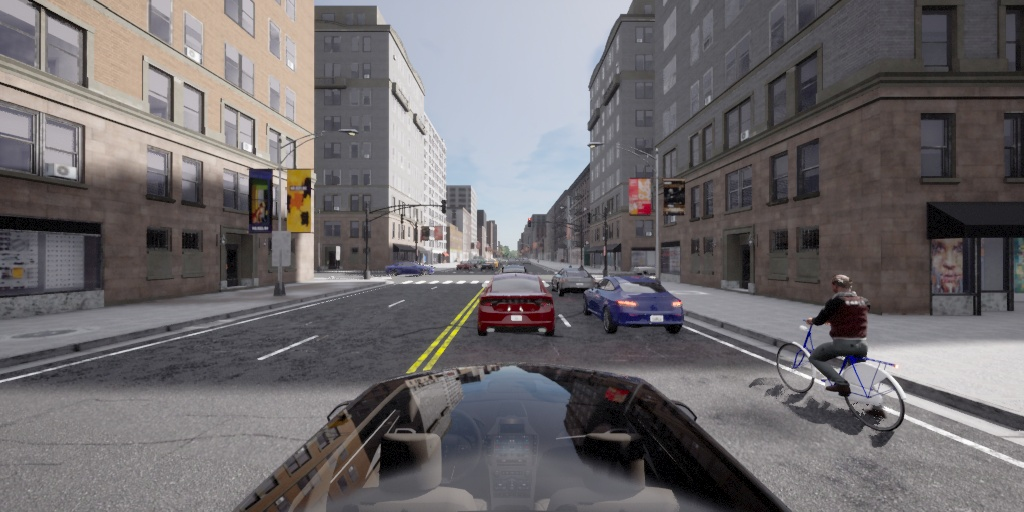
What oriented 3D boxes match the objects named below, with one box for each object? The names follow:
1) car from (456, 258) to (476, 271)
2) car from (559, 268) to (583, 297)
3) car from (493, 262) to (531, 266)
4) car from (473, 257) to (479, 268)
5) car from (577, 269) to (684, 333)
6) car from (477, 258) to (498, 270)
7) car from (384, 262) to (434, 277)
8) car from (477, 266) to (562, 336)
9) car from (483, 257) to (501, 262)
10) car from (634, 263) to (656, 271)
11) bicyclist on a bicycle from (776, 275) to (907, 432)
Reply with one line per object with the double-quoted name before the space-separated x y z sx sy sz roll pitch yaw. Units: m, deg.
"car" -6.608 1.368 50.356 1.895 1.301 4.718 0 0 0
"car" 3.249 1.317 19.173 1.994 1.385 4.181 0 0 0
"car" 0.100 1.259 19.920 1.837 1.490 4.892 0 0 0
"car" -6.591 1.274 59.458 1.837 1.490 4.892 0 0 0
"car" 3.345 1.277 10.573 1.812 1.442 4.674 0 0 0
"car" -3.348 1.368 50.404 1.895 1.301 4.718 0 0 0
"car" -10.001 1.275 35.021 4.674 1.442 1.812 0 0 -9
"car" 0.101 1.229 10.437 1.882 1.535 5.008 0 0 0
"car" -3.338 1.247 59.796 1.882 1.535 5.008 0 0 0
"car" 15.048 1.410 37.146 4.718 1.301 1.895 0 0 1
"bicyclist on a bicycle" 4.146 1.121 4.712 0.659 1.776 1.843 0 0 0
